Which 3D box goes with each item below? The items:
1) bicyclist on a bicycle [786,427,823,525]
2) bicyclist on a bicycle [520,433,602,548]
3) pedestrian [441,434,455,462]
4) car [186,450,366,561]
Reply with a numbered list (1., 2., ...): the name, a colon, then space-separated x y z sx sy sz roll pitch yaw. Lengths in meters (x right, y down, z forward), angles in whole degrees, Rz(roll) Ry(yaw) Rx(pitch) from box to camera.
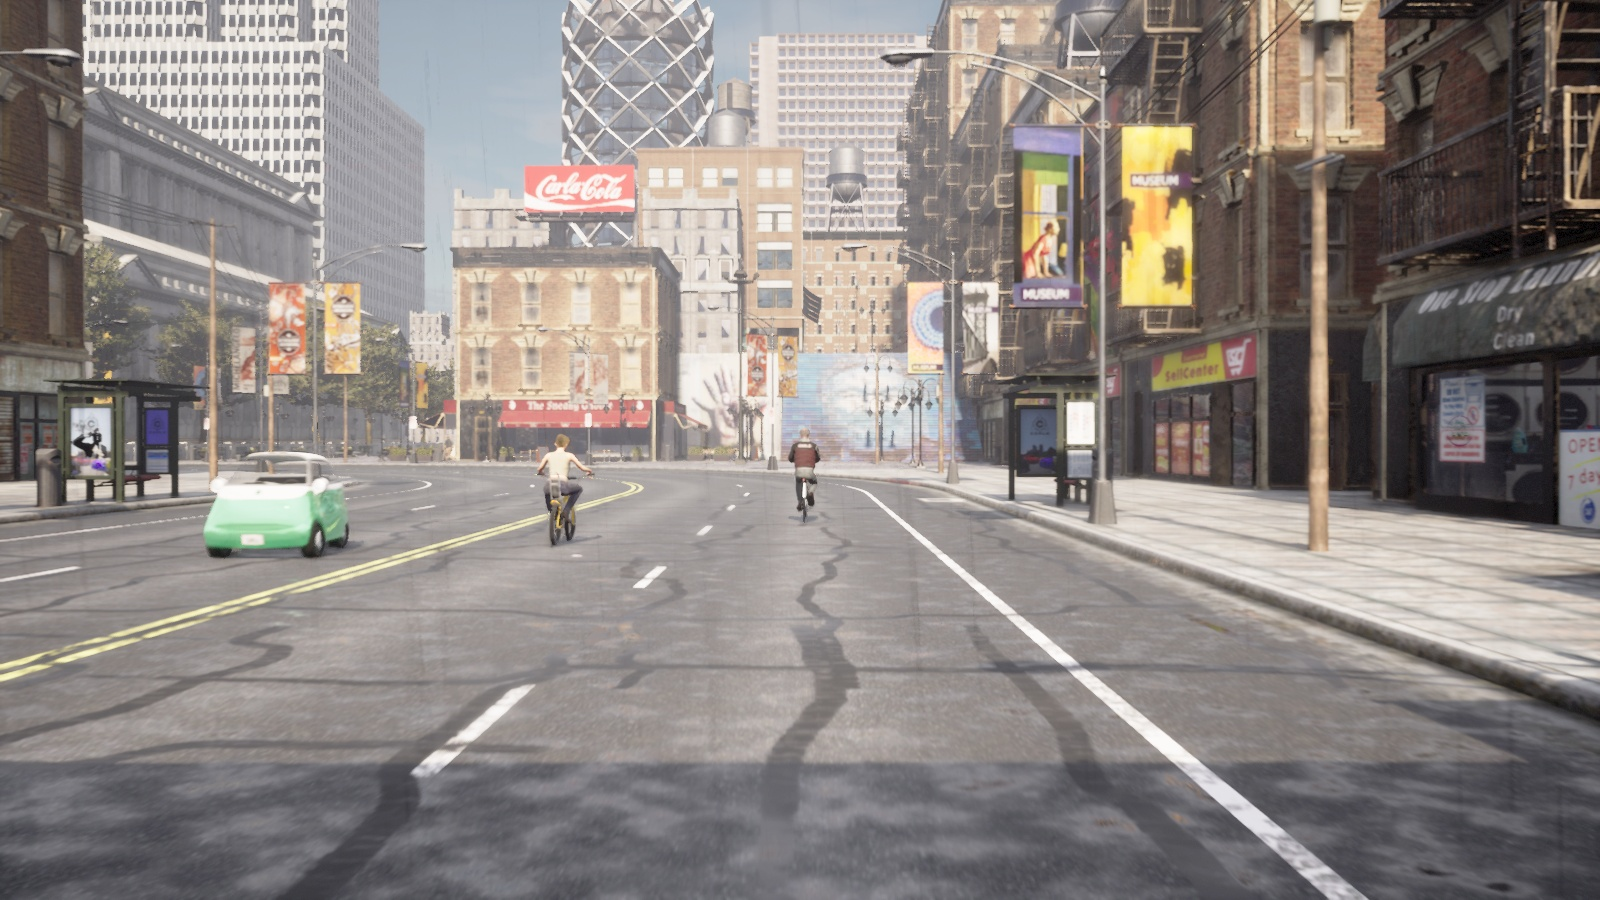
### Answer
1. bicyclist on a bicycle: 0.099 0.472 23.745 0.659 1.776 1.843 0 0 2
2. bicyclist on a bicycle: -3.486 0.568 18.423 0.866 1.612 1.509 0 0 2
3. pedestrian: -23.067 -0.118 82.362 0.694 1.848 0.540 0 0 17
4. car: -6.905 0.693 16.752 1.481 1.376 2.207 0 0 0
